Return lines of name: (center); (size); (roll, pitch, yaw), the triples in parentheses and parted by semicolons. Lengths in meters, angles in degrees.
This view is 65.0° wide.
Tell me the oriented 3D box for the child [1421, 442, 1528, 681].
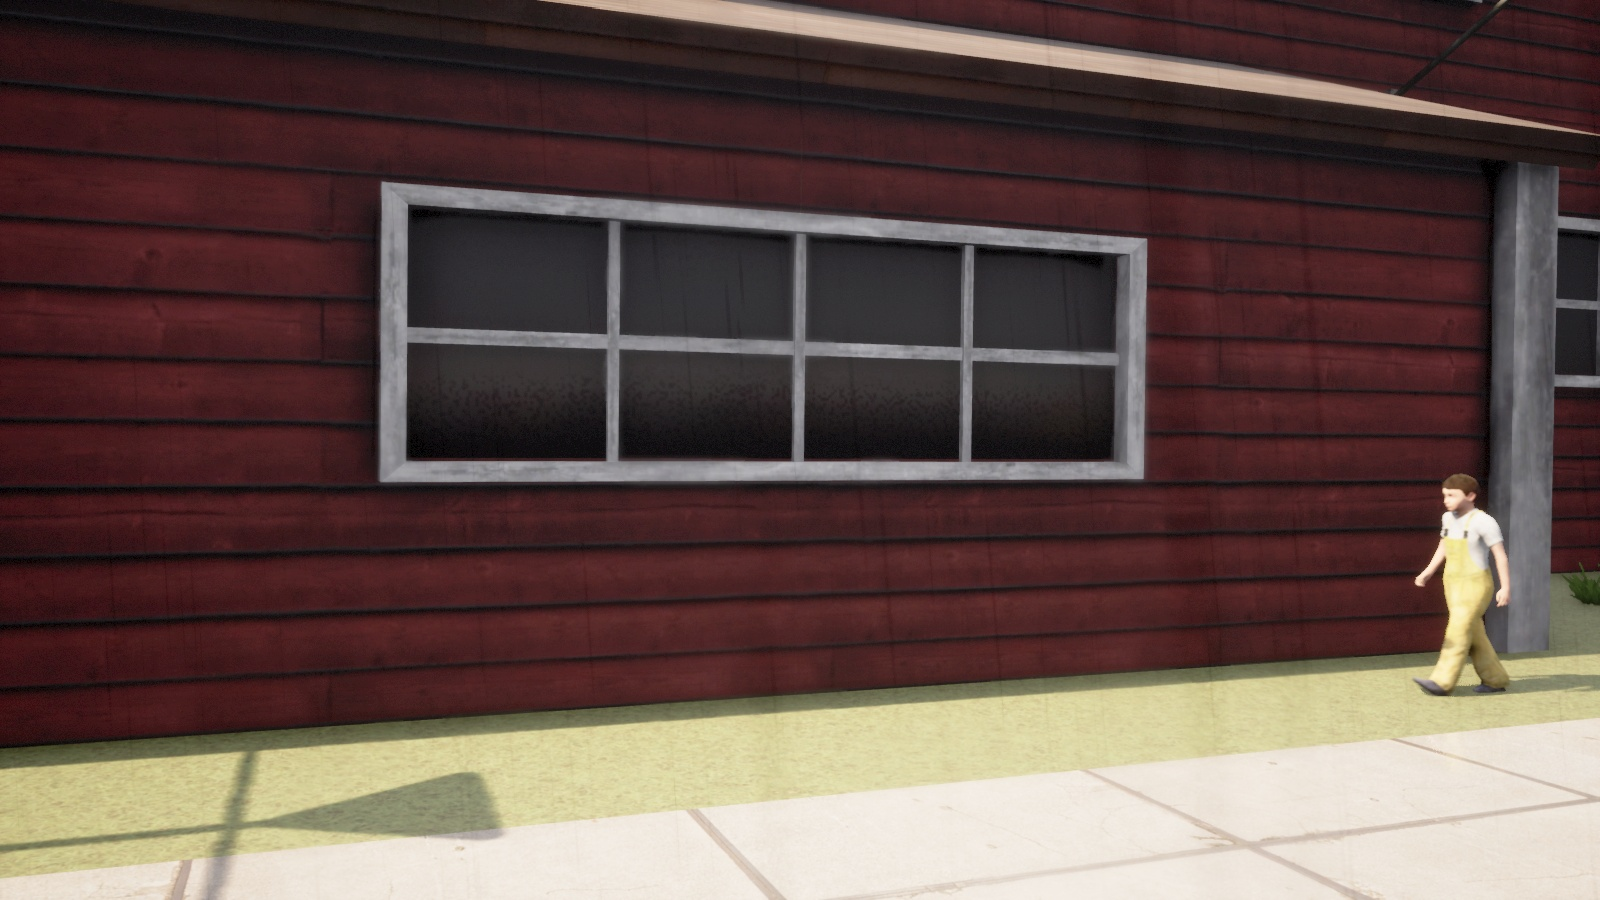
child: (3.665, 0.589, 6.828); (0.437, 1.263, 0.270); (-1, 1, -8)
